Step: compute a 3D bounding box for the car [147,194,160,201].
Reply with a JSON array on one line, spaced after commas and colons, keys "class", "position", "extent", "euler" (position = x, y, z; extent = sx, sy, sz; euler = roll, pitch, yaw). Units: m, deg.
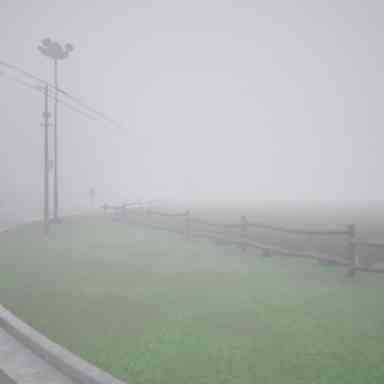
[{"class": "car", "position": [-9.159, 1.363, 80.032], "extent": [1.882, 1.535, 5.008], "euler": [0, 0, 10]}]

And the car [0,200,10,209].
[{"class": "car", "position": [-26.033, 1.539, 43.270], "extent": [1.837, 1.490, 4.892], "euler": [0, -1, 10]}]

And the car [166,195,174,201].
[{"class": "car", "position": [-5.709, 1.423, 79.439], "extent": [2.033, 1.411, 5.357], "euler": [0, 0, 10]}]

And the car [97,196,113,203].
[{"class": "car", "position": [-17.823, 1.510, 70.949], "extent": [1.882, 1.535, 5.008], "euler": [0, 0, 10]}]

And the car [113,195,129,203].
[{"class": "car", "position": [-14.374, 1.530, 70.356], "extent": [1.837, 1.490, 4.892], "euler": [0, 0, 10]}]

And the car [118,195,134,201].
[{"class": "car", "position": [-16.057, 1.428, 81.218], "extent": [2.033, 1.411, 5.357], "euler": [0, 0, 10]}]

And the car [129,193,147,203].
[{"class": "car", "position": [-10.925, 1.506, 69.763], "extent": [1.882, 1.535, 5.008], "euler": [0, 0, 10]}]

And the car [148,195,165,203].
[{"class": "car", "position": [-7.404, 1.591, 69.580], "extent": [1.994, 1.385, 4.181], "euler": [0, 0, 10]}]
